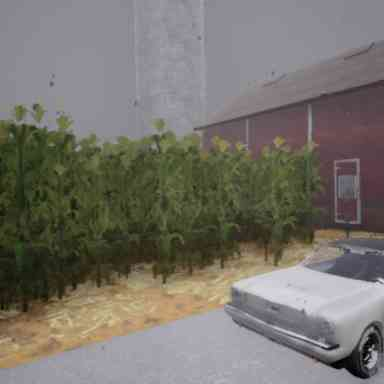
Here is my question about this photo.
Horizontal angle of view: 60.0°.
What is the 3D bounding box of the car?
[{"bbox_3d":[2.821,1.524,5.514,4.718,1.301,1.895,-1,1,-36],"label":"car"}]
